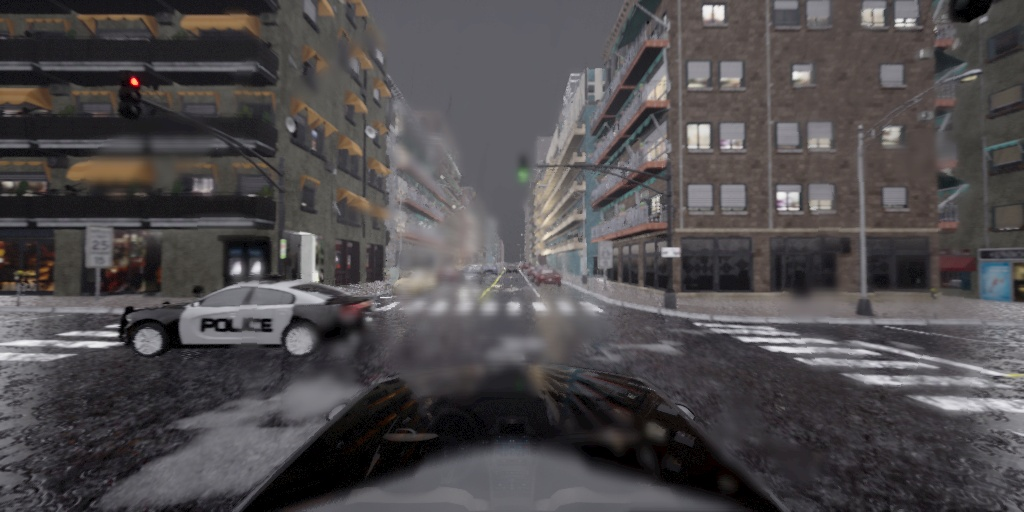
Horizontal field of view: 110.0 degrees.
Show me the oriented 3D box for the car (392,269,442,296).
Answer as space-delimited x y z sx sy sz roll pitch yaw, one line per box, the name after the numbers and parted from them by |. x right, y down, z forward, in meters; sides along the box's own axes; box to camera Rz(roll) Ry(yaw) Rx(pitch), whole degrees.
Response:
-5.685 1.508 21.296 1.751 1.417 4.829 0 0 0 | car

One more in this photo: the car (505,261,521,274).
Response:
0.013 1.855 52.408 1.837 1.490 4.892 0 -1 0 | car

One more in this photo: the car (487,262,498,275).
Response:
-3.048 1.660 48.967 2.097 1.767 4.553 0 -1 0 | car

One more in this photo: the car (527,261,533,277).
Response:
2.698 1.552 32.496 1.967 1.591 4.097 0 0 0 | car

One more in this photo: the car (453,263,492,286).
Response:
-3.085 1.564 29.019 2.128 1.511 4.902 0 -1 0 | car

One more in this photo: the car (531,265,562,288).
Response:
2.697 1.592 26.973 1.888 1.381 4.507 0 0 0 | car

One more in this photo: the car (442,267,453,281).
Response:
-5.683 1.658 32.512 1.888 1.381 4.507 0 0 0 | car

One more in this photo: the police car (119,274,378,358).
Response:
-5.785 1.250 8.110 5.238 1.638 1.930 0 -1 0 | police car

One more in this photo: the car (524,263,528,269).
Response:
2.701 1.826 43.542 1.802 1.307 4.207 0 0 0 | car
